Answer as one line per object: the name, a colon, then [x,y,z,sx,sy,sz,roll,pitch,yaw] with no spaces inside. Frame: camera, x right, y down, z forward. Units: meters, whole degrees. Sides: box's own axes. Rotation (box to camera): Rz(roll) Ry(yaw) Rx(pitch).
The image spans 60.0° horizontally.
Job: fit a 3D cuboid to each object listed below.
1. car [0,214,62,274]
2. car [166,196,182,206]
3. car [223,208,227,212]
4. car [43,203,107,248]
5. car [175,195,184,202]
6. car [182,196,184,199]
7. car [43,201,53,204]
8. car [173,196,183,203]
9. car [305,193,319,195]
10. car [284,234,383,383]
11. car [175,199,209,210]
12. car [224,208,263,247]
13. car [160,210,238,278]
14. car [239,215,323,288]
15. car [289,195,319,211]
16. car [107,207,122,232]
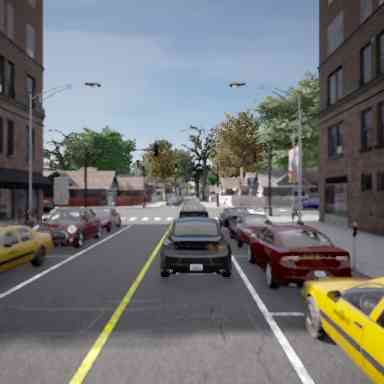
car: [-5.387,1.533,8.935,1.752,1.417,4.829,0,0,0]
car: [-3.103,1.596,54.692,1.812,1.442,4.674,0,0,2]
car: [2.640,1.584,20.144,1.947,1.339,4.313,0,0,0]
car: [-5.386,1.453,14.625,1.967,1.590,4.097,0,0,0]
car: [-3.080,1.663,85.181,2.128,1.511,4.902,0,0,0]
car: [-3.030,1.596,64.764,1.837,1.490,4.892,0,0,0]
car: [-18.023,1.356,36.435,5.566,2.045,2.150,0,0,0]
car: [-3.055,1.638,74.924,2.128,1.511,4.902,0,0,0]
car: [15.463,1.161,43.114,5.566,2.045,2.150,0,0,0]
car: [2.637,1.528,3.759,1.752,1.417,4.829,0,0,0]
car: [0.107,1.498,22.193,1.882,1.535,5.008,0,0,0]
car: [2.639,1.595,14.625,1.802,1.307,4.206,0,0,0]
car: [0.100,1.513,10.171,1.837,1.490,4.892,0,0,0]
car: [2.638,1.552,9.107,1.887,1.381,4.507,0,0,0]
car: [14.260,1.470,39.867,4.674,1.442,1.812,0,0,-2]
car: [-5.385,1.600,20.144,1.802,1.307,4.206,0,0,0]
